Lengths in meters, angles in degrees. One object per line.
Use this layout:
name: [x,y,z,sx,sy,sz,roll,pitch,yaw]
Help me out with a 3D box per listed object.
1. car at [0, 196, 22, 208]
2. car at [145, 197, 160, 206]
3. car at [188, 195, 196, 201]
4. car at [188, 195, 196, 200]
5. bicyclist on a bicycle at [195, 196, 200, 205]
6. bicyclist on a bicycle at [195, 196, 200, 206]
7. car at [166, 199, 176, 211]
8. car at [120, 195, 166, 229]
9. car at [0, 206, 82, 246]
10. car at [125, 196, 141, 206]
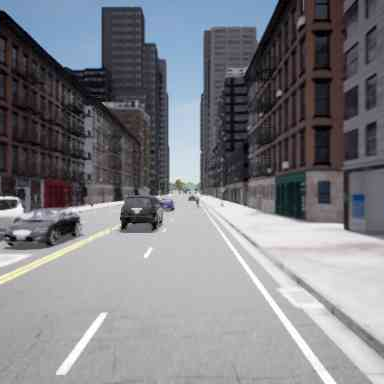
car: [-9.846,1.230,15.310,2.150,2.045,5.566,0,0,0]
car: [-6.539,1.592,55.619,1.994,1.385,4.181,0,0,1]
car: [0.010,1.548,82.187,1.837,1.490,4.892,0,0,0]
car: [0.010,1.489,93.891,2.033,1.411,5.357,0,0,0]
bicyclist on a bicycle: [0.894,1.468,58.828,0.866,1.612,1.509,0,0,0]
bicyclist on a bicycle: [0.900,1.478,48.830,0.582,1.620,1.656,0,0,0]
car: [-3.146,1.546,41.762,1.812,1.442,4.674,0,0,0]
car: [-3.147,1.230,21.634,2.150,2.045,5.566,0,0,0]
car: [-6.595,1.497,15.278,2.128,1.511,4.902,0,0,0]
car: [-9.788,1.506,55.567,1.882,1.535,5.008,0,0,1]
